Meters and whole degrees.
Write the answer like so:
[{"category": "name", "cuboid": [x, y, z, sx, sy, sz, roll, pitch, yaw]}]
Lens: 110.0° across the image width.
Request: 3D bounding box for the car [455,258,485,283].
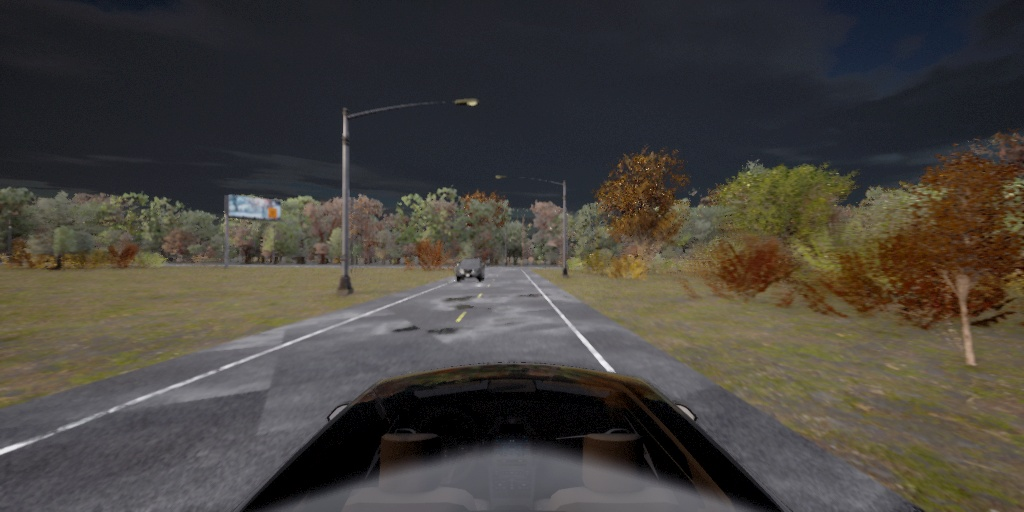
[{"category": "car", "cuboid": [-3.580, 1.223, 31.770, 2.150, 2.045, 5.566, 0, 0, 0]}]
